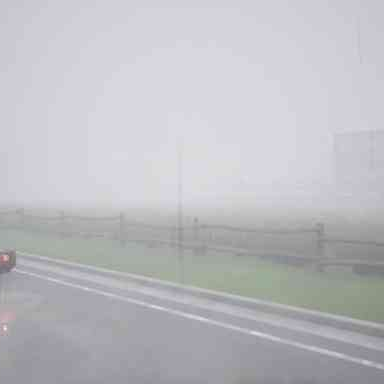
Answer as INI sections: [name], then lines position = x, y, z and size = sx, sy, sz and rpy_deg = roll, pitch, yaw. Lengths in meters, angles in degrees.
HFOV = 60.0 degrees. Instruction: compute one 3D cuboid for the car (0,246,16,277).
[car]
position = -6.710, 1.627, 8.781
size = 4.718, 1.301, 1.895
rpy_deg = 0, 0, 36
